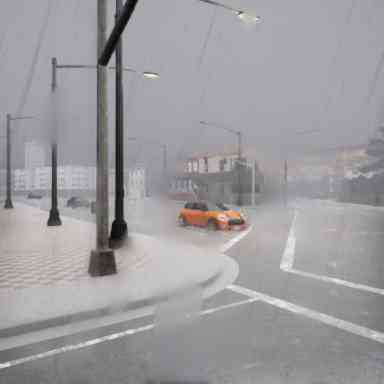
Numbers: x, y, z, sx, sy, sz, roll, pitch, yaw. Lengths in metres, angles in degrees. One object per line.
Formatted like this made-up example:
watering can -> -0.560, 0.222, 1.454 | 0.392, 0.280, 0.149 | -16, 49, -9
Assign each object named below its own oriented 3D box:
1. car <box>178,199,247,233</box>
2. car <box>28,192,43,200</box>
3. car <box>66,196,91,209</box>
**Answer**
car -> 1.117, 1.340, 19.618 | 2.097, 1.767, 4.553 | 0, 0, -36
car -> -29.015, 0.719, 61.479 | 2.033, 1.411, 5.357 | 0, 0, -36
car -> -13.789, 1.261, 40.326 | 1.812, 1.442, 4.674 | 0, 1, -36
